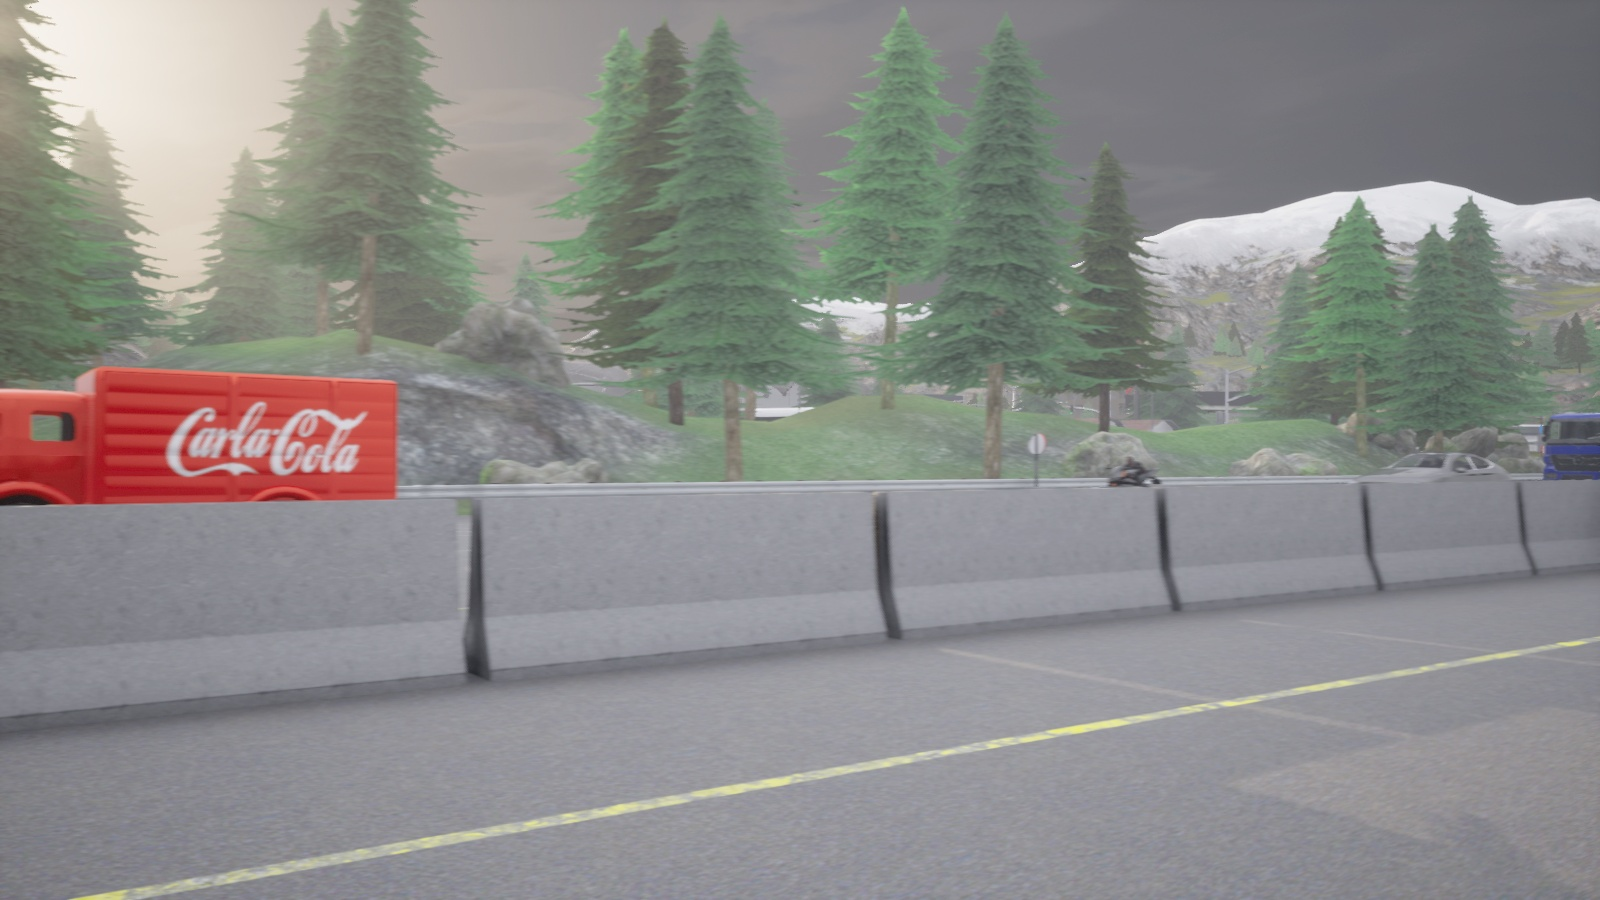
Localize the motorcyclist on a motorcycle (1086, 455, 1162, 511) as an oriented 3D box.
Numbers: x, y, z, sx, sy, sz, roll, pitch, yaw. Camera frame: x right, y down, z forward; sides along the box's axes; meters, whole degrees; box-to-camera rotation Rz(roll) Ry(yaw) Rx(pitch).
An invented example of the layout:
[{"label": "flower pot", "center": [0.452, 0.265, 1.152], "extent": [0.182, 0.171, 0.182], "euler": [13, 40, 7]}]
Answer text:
[{"label": "motorcyclist on a motorcycle", "center": [9.183, 0.910, 35.561], "extent": [2.191, 1.530, 0.866], "euler": [0, 0, -35]}]

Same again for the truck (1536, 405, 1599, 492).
[{"label": "truck", "center": [34.661, -0.047, 53.202], "extent": [7.936, 3.462, 2.891], "euler": [0, 0, -35]}]

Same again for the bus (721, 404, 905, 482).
[{"label": "bus", "center": [0.657, -0.377, 73.304], "extent": [10.273, 4.253, 3.944], "euler": [0, 0, 35]}]

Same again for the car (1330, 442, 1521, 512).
[{"label": "car", "center": [15.801, 0.637, 31.628], "extent": [5.027, 1.651, 2.152], "euler": [0, 0, -35]}]

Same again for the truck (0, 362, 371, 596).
[{"label": "truck", "center": [-8.164, 0.319, 15.035], "extent": [5.204, 2.467, 2.627], "euler": [0, 0, -35]}]
